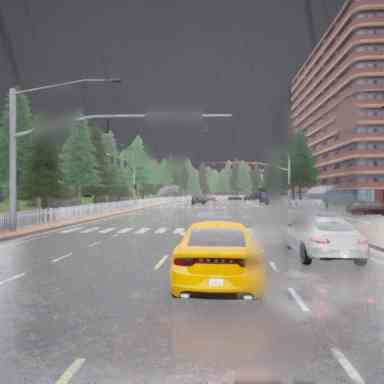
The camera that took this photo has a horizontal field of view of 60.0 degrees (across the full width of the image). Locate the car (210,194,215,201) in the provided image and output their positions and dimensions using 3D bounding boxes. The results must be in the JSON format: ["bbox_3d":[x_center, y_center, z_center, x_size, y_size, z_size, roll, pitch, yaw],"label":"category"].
[{"bbox_3d":[4.229,1.355,80.466,2.097,1.767,4.553,0,0,17],"label":"car"}]

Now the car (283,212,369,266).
[{"bbox_3d":[4.428,1.526,11.497,1.812,1.442,4.674,0,0,5],"label":"car"}]

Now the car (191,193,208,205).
[{"bbox_3d":[1.158,1.221,59.436,2.150,2.045,5.566,0,0,5],"label":"car"}]

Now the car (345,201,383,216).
[{"bbox_3d":[16.881,1.581,31.234,4.674,1.442,1.812,0,0,6],"label":"car"}]

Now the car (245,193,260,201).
[{"bbox_3d":[15.130,1.500,86.809,1.837,1.490,4.892,0,0,34],"label":"car"}]

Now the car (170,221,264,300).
[{"bbox_3d":[0.651,1.478,8.462,1.882,1.535,5.008,0,0,5],"label":"car"}]

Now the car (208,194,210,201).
[{"bbox_3d":[2.070,1.352,69.505,2.097,1.767,4.553,0,0,5],"label":"car"}]

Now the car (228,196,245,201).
[{"bbox_3d":[11.330,1.595,87.358,1.895,1.301,4.718,0,0,34],"label":"car"}]
